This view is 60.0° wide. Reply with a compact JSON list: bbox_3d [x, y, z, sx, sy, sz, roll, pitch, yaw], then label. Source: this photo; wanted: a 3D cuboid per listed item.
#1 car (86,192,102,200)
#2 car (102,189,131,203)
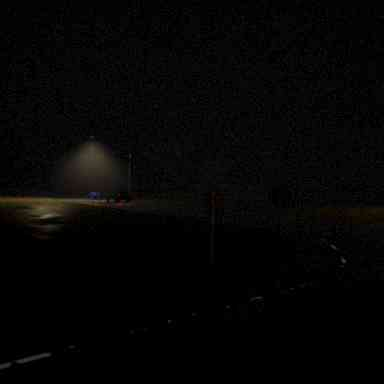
[{"bbox_3d":[-17.444,0.685,59.629,1.812,1.442,4.674,2,0,-36],"label":"car"},{"bbox_3d":[-11.406,0.581,51.173,2.150,2.045,5.566,2,0,-36],"label":"car"}]
